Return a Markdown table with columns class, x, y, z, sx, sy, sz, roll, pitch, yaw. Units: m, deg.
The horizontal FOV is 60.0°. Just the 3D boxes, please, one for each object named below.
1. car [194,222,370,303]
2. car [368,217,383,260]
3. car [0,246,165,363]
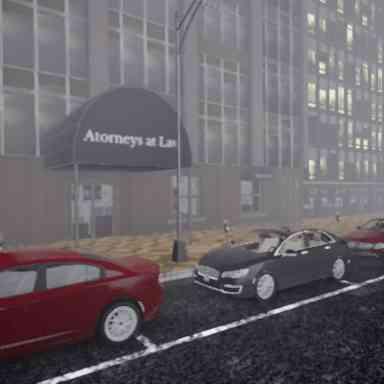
| class | x | y | z | sx | sy | sz | roll | pitch | yaw |
| --- | --- | --- | --- | --- | --- | --- | --- | --- | --- |
| car | 2.083 | 1.520 | 8.029 | 4.403 | 1.369 | 2.008 | 0 | 0 | -35 |
| car | 6.726 | 1.529 | 11.308 | 4.206 | 1.307 | 1.802 | 0 | 0 | -35 |
| car | -2.559 | 1.536 | 4.749 | 4.507 | 1.381 | 1.887 | 0 | 0 | -35 |
